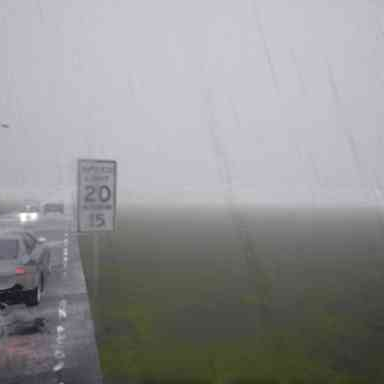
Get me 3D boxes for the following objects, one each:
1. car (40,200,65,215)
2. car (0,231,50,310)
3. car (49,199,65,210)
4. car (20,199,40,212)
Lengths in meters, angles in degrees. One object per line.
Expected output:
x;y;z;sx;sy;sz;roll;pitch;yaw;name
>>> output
-14.760;1.558;35.679;1.882;1.535;5.008;1;0;-20;car
-4.425;1.575;7.660;1.994;1.385;4.181;1;0;-20;car
-18.474;1.693;45.564;1.895;1.301;4.718;1;0;-20;car
-19.237;1.546;39.708;2.128;1.511;4.902;1;0;-20;car
